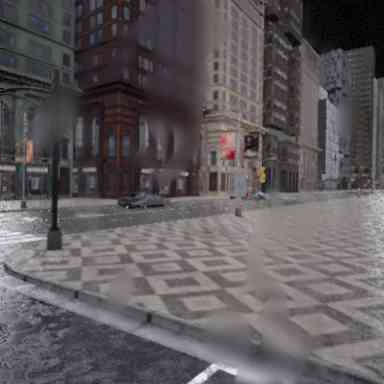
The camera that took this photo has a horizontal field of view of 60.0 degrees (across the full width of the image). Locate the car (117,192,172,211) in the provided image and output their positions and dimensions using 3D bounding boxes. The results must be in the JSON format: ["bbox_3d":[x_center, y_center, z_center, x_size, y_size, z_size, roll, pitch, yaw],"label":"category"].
[{"bbox_3d":[-4.113,0.908,31.215,2.033,1.411,5.357,1,2,36],"label":"car"}]

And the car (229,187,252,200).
[{"bbox_3d":[8.105,0.204,53.684,2.150,2.045,5.566,1,1,36],"label":"car"}]

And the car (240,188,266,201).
[{"bbox_3d":[9.609,0.598,50.240,1.812,1.442,4.674,1,1,36],"label":"car"}]

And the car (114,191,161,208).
[{"bbox_3d":[-5.565,0.750,34.763,1.882,1.535,5.008,1,2,36],"label":"car"}]
